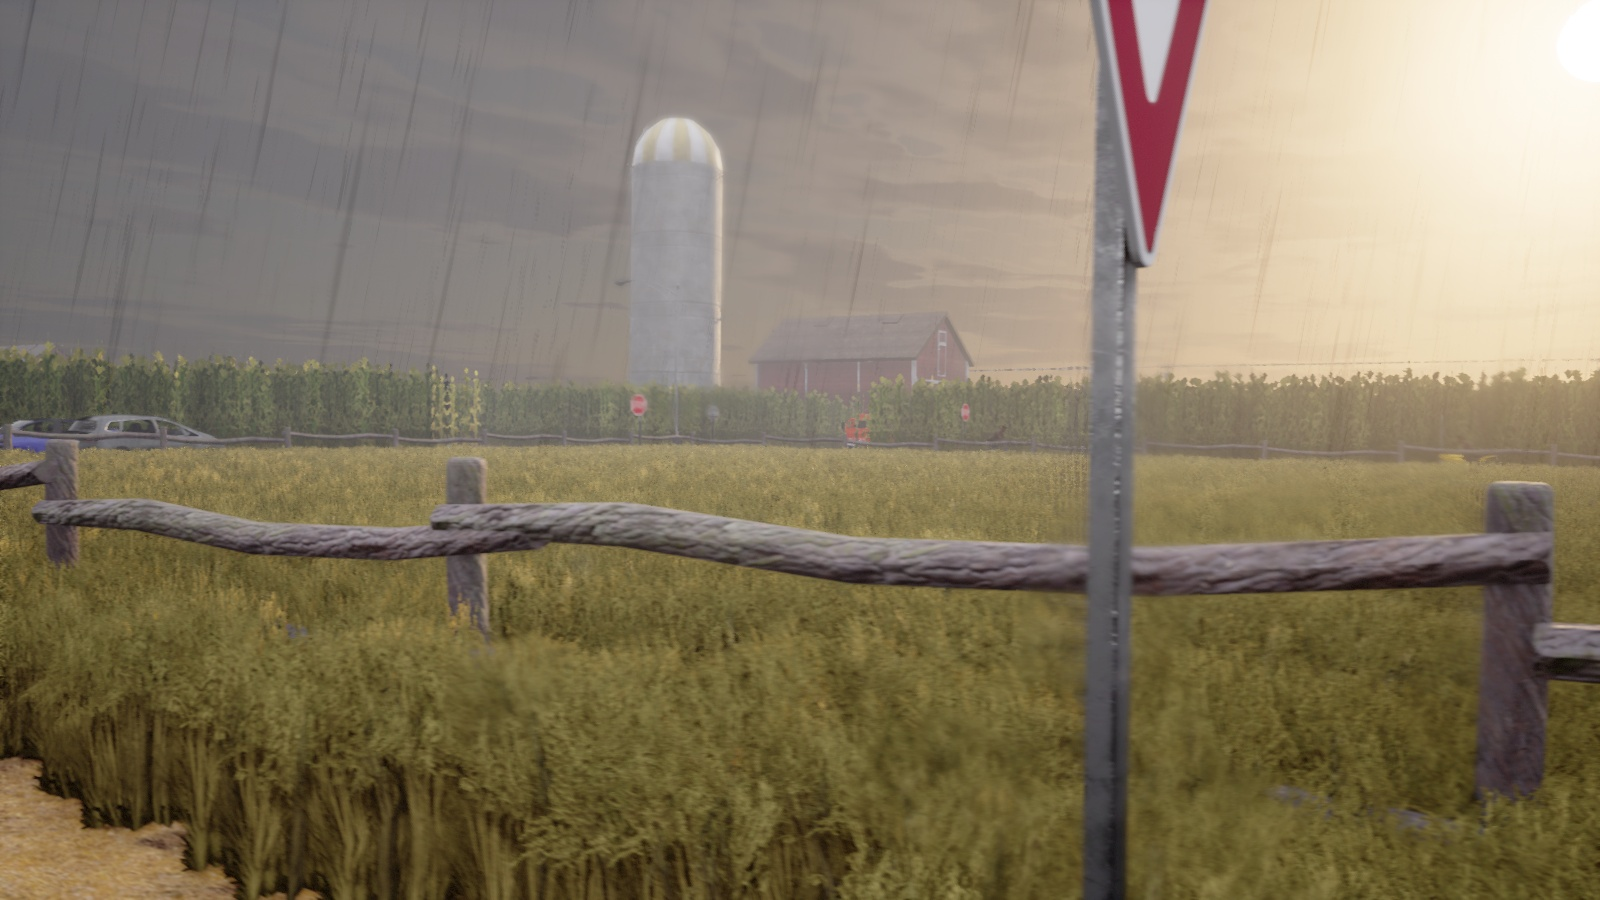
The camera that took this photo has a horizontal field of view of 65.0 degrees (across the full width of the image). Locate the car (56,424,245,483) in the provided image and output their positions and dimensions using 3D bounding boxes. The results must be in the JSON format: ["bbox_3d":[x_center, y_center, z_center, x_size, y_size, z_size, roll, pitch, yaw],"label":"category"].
[{"bbox_3d":[-19.770,0.050,38.411,2.242,1.667,4.611,0,1,34],"label":"car"}]

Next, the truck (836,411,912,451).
[{"bbox_3d":[4.820,-1.184,80.751,2.627,2.467,5.204,0,0,34],"label":"truck"}]

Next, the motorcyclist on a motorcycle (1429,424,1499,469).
[{"bbox_3d":[22.805,-0.135,43.143,2.044,1.523,0.797,1,1,34],"label":"motorcyclist on a motorcycle"}]

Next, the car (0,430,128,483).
[{"bbox_3d":[-23.428,0.173,38.517,2.007,1.525,4.514,0,1,34],"label":"car"}]
